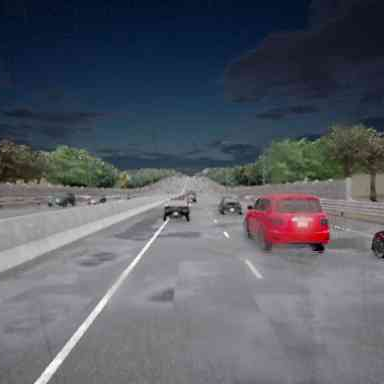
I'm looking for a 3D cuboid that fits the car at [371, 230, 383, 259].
[{"bbox_3d":[7.082,1.490,9.605,1.994,1.385,4.181,0,0,0],"label":"car"}]

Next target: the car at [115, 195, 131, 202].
[{"bbox_3d":[-10.672,1.273,51.677,2.128,1.511,4.902,0,0,0],"label":"car"}]

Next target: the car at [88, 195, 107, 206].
[{"bbox_3d":[-14.164,1.275,50.068,2.128,1.511,4.902,0,0,0],"label":"car"}]

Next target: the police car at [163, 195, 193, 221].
[{"bbox_3d":[-1.099,1.258,25.195,1.930,1.638,5.238,0,0,0],"label":"police car"}]

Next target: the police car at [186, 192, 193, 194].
[{"bbox_3d":[-1.132,1.210,41.210,1.930,1.638,5.238,0,0,0],"label":"police car"}]

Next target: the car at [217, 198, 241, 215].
[{"bbox_3d":[3.538,1.310,31.666,1.837,1.490,4.892,0,0,0],"label":"car"}]

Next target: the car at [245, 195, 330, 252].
[{"bbox_3d":[3.574,1.121,13.443,2.150,2.045,5.566,0,0,0],"label":"car"}]

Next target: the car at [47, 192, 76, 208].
[{"bbox_3d":[-17.672,1.005,45.293,2.150,2.045,5.566,0,0,0],"label":"car"}]

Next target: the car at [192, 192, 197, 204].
[{"bbox_3d":[-0.118,1.265,59.605,1.882,1.535,5.008,0,0,0],"label":"car"}]

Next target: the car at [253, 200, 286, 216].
[{"bbox_3d":[7.040,1.409,30.698,1.895,1.301,4.718,0,0,0],"label":"car"}]
